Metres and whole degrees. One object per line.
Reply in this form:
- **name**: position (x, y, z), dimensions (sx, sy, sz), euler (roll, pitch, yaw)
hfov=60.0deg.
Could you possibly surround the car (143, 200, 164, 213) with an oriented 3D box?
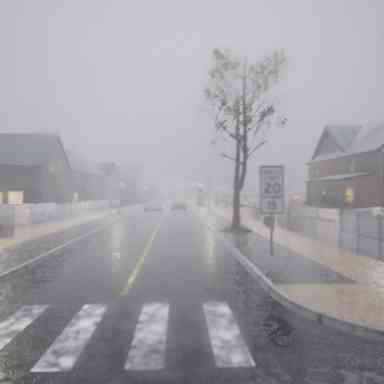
- **car**: position (-4.408, 1.666, 38.397), dimensions (1.812, 1.442, 4.674), euler (0, 0, -1)

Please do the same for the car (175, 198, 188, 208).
- **car**: position (-1.655, 1.703, 53.185), dimensions (1.882, 1.535, 5.008), euler (0, 0, 1)

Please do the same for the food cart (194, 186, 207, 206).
- **food cart**: position (1.588, 0.734, 60.756), dimensions (2.280, 3.560, 4.660), euler (1, 0, 2)

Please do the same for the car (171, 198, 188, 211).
- **car**: position (-1.617, 1.766, 43.280), dimensions (1.895, 1.301, 4.718), euler (0, 0, 0)
